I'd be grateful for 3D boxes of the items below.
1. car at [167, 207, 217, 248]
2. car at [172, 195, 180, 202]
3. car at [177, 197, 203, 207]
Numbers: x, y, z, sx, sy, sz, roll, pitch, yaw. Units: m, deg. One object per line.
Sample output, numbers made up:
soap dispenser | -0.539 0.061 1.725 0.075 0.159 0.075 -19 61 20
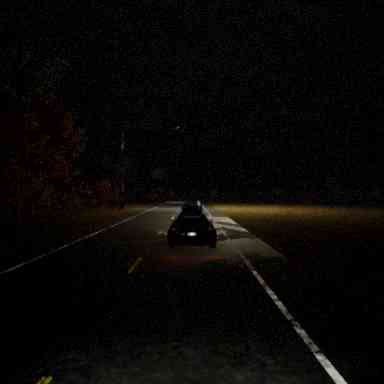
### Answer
car | 0.000 1.570 14.650 1.994 1.385 4.181 0 0 0
car | -3.500 1.489 76.738 1.837 1.490 4.892 0 0 0
car | 0.000 1.492 29.650 2.128 1.511 4.902 0 0 0
